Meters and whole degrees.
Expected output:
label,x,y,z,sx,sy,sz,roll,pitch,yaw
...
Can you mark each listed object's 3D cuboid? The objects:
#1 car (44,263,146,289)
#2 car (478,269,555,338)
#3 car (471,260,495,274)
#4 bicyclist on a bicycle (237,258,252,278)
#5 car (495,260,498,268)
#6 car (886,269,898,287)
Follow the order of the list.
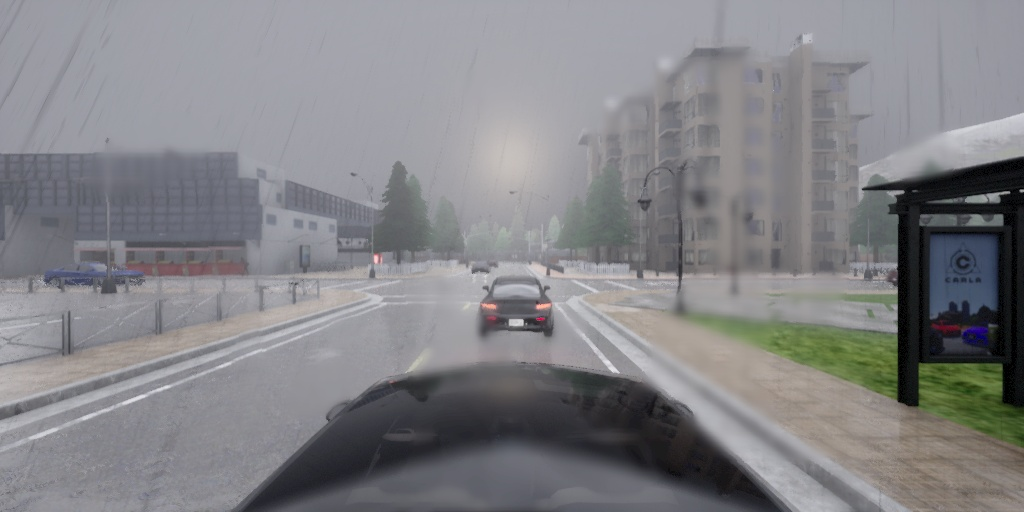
label,x,y,z,sx,sy,sz,roll,pitch,yaw
car,-25.850,1.185,22.352,5.008,1.535,1.882,0,0,1
car,0.124,1.265,10.017,1.812,1.442,4.674,0,0,1
car,-3.391,1.247,39.946,2.033,1.411,5.357,0,0,0
bicyclist on a bicycle,-22.224,0.999,29.780,0.582,1.620,1.656,0,0,1
car,-3.257,1.276,58.275,1.895,1.301,4.718,0,0,1
car,25.417,1.234,21.574,4.674,1.442,1.812,0,0,1
